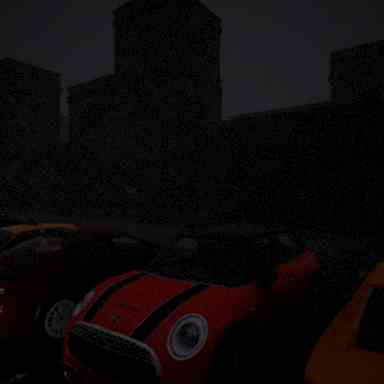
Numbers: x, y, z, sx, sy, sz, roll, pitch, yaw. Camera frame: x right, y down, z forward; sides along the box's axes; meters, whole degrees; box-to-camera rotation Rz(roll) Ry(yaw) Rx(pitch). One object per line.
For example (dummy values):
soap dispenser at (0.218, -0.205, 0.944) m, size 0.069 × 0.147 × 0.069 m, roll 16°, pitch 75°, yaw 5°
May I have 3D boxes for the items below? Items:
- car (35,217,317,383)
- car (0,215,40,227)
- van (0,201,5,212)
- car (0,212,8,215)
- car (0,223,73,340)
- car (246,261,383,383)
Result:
car at (0.404, 1.353, 5.104) m, size 2.185 × 1.767 × 4.553 m, roll 0°, pitch 0°, yaw 35°
car at (-4.248, 1.474, 8.154) m, size 1.946 × 1.575 × 5.366 m, roll 0°, pitch 0°, yaw 35°
van at (-8.600, 1.249, 11.626) m, size 1.878 × 1.987 × 4.442 m, roll 0°, pitch 0°, yaw 35°
car at (-6.403, 1.516, 9.920) m, size 2.002 × 1.452 × 4.674 m, roll 0°, pitch 0°, yaw 35°
car at (-1.880, 1.477, 6.687) m, size 2.097 × 1.535 × 5.008 m, roll 0°, pitch 0°, yaw 35°
car at (2.649, 1.480, 3.461) m, size 2.097 × 1.535 × 5.008 m, roll 0°, pitch 0°, yaw 35°
